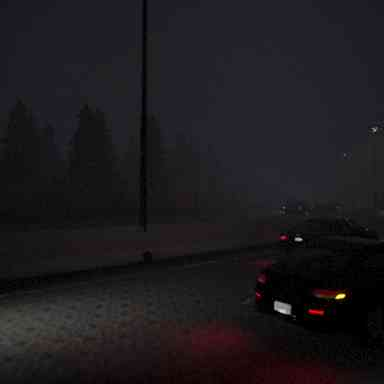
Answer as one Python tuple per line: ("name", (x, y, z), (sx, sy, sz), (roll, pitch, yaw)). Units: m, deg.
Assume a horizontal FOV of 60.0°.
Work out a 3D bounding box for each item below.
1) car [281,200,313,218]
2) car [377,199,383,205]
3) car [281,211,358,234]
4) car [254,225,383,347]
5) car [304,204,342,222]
("car", (11.435, 1.732, 36.157), (2.097, 1.767, 4.553), (0, -1, 34))
("car", (45.397, 2.409, 80.638), (1.882, 1.535, 5.008), (0, 0, 1))
("car", (5.458, 1.692, 13.013), (5.357, 1.411, 2.033), (1, -1, -43))
("car", (3.150, 1.600, 6.467), (4.674, 1.442, 1.812), (1, -1, -39))
("car", (12.497, 1.894, 31.531), (2.033, 1.411, 5.357), (0, -1, 37))
